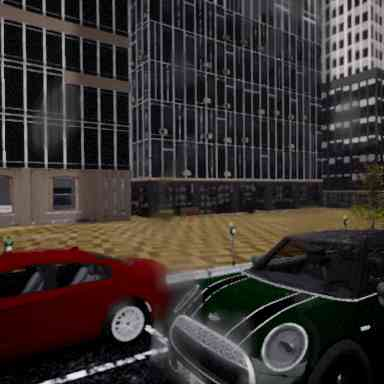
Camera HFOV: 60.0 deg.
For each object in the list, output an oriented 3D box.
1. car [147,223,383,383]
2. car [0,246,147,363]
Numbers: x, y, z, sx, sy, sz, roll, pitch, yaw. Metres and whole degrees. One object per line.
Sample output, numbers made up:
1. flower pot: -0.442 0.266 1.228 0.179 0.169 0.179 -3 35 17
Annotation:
1. car: 1.935 1.376 4.639 4.553 1.767 2.097 0 0 -34
2. car: -2.465 1.545 4.823 4.507 1.381 1.887 0 -1 -34
